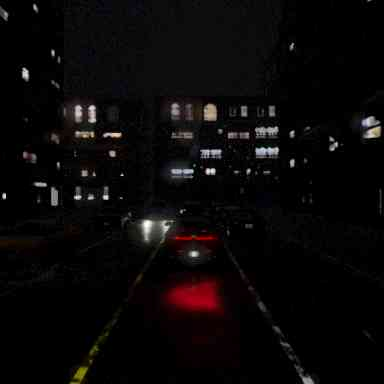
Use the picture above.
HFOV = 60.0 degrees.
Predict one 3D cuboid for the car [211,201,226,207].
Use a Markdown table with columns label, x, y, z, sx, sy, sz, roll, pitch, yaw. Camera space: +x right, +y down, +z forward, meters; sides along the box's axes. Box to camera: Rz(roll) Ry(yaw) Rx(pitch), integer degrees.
| label | x | y | z | sx | sy | sz | roll | pitch | yaw |
| --- | --- | --- | --- | --- | --- | --- | --- | --- | --- |
| car | 2.574 | 1.546 | 22.618 | 1.887 | 1.381 | 4.507 | 1 | 0 | 0 |

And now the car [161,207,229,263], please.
| label | x | y | z | sx | sy | sz | roll | pitch | yaw |
| --- | --- | --- | --- | --- | --- | --- | --- | --- | --- |
| car | 0.071 | 1.503 | 11.896 | 1.837 | 1.490 | 4.892 | 0 | 0 | 0 |

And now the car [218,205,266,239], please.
| label | x | y | z | sx | sy | sz | roll | pitch | yaw |
| --- | --- | --- | --- | --- | --- | --- | --- | --- | --- |
| car | 2.574 | 1.565 | 17.052 | 1.947 | 1.339 | 4.313 | 1 | 0 | 0 |

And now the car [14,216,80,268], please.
| label | x | y | z | sx | sy | sz | roll | pitch | yaw |
| --- | --- | --- | --- | --- | --- | --- | --- | --- | --- |
| car | -5.286 | 1.523 | 11.293 | 1.752 | 1.417 | 4.829 | 1 | 0 | 0 |

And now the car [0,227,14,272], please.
| label | x | y | z | sx | sy | sz | roll | pitch | yaw |
| --- | --- | --- | --- | --- | --- | --- | --- | --- | --- |
| car | -5.296 | 1.523 | 5.729 | 1.752 | 1.417 | 4.829 | 1 | 0 | 0 |

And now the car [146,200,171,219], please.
| label | x | y | z | sx | sy | sz | roll | pitch | yaw |
| --- | --- | --- | --- | --- | --- | --- | --- | --- | --- |
| car | -2.827 | 1.484 | 29.073 | 1.882 | 1.535 | 5.008 | 0 | 0 | 0 |

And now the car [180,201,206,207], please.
| label | x | y | z | sx | sy | sz | roll | pitch | yaw |
| --- | --- | --- | --- | --- | --- | --- | --- | --- | --- |
| car | 0.069 | 1.509 | 26.446 | 1.837 | 1.490 | 4.892 | 0 | 0 | 0 |

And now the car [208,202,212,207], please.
| label | x | y | z | sx | sy | sz | roll | pitch | yaw |
| --- | --- | --- | --- | --- | --- | --- | --- | --- | --- |
| car | 2.574 | 1.576 | 33.745 | 1.947 | 1.339 | 4.313 | 1 | 0 | 0 |

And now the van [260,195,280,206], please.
| label | x | y | z | sx | sy | sz | roll | pitch | yaw |
| --- | --- | --- | --- | --- | --- | --- | --- | --- | --- |
| van | 13.084 | 1.320 | 53.319 | 3.998 | 1.788 | 1.690 | 0 | 0 | 0 |

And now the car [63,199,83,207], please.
| label | x | y | z | sx | sy | sz | roll | pitch | yaw |
| --- | --- | --- | --- | --- | --- | --- | --- | --- | --- |
| car | -19.700 | 1.738 | 53.274 | 4.403 | 1.369 | 2.008 | 0 | 0 | 0 |

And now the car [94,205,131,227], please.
| label | x | y | z | sx | sy | sz | roll | pitch | yaw |
| --- | --- | --- | --- | --- | --- | --- | --- | --- | --- |
| car | -5.273 | 1.567 | 22.593 | 1.947 | 1.339 | 4.313 | 1 | 0 | 0 |
